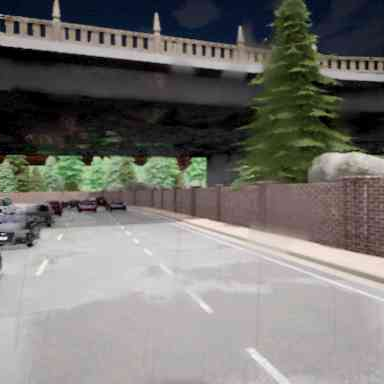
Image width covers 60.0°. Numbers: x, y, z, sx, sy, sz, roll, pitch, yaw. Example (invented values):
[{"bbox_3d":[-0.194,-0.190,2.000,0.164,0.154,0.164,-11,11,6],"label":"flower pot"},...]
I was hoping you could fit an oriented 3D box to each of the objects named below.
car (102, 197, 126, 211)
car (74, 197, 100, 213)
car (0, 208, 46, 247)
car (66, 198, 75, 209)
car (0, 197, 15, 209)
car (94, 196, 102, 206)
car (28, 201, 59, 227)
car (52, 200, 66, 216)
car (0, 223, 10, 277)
[{"bbox_3d":[-9.475,1.602,41.082,1.994,1.385,4.181,-1,0,-24],"label":"car"},{"bbox_3d":[-12.319,1.657,38.922,1.994,1.385,4.181,-1,0,-22],"label":"car"},{"bbox_3d":[-8.137,1.674,15.194,1.994,1.385,4.181,-1,0,-18],"label":"car"},{"bbox_3d":[-17.237,1.649,47.642,1.837,1.490,4.892,-1,0,-41],"label":"car"},{"bbox_3d":[-15.108,1.411,25.513,2.150,2.045,5.566,-1,0,-18],"label":"car"},{"bbox_3d":[-14.436,1.441,49.741,2.097,1.767,4.553,-1,0,-41],"label":"car"},{"bbox_3d":[-10.834,1.630,23.613,1.837,1.490,4.892,-1,0,-18],"label":"car"},{"bbox_3d":[-14.112,1.621,33.547,1.882,1.535,5.008,-1,0,-19],"label":"car"},{"bbox_3d":[-5.577,1.661,7.193,1.994,1.385,4.181,-1,0,-18],"label":"car"}]
